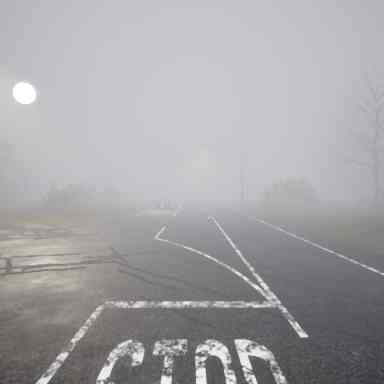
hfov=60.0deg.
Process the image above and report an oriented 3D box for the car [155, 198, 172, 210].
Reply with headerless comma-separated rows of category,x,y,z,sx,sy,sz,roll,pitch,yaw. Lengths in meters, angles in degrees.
car,-3.523,1.459,41.987,2.128,1.511,4.902,0,0,0
